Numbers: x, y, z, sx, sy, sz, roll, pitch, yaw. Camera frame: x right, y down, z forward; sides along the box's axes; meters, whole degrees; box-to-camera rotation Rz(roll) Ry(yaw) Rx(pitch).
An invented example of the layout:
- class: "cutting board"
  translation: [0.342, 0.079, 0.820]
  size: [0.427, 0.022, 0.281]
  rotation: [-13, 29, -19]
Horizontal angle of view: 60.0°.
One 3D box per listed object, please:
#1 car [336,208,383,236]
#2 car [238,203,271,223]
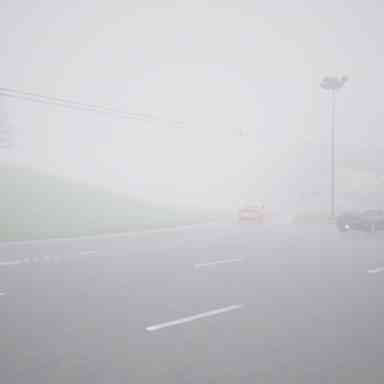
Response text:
- class: "car"
  translation: [10.602, 1.706, 19.900]
  size: [4.892, 1.490, 1.837]
  rotation: [1, 0, -35]
- class: "car"
  translation: [5.333, 1.684, 27.979]
  size: [1.882, 1.535, 5.008]
  rotation: [1, 0, 25]
